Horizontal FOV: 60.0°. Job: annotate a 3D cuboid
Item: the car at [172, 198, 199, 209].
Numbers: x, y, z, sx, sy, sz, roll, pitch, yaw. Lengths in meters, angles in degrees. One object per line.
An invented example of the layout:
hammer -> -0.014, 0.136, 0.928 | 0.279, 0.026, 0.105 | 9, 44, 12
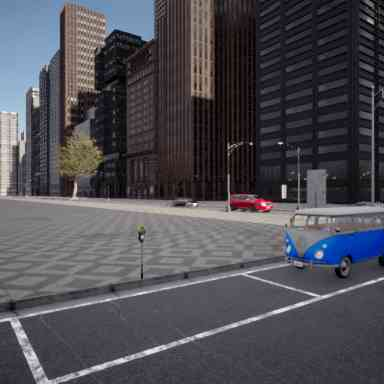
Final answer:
car -> -1.000, 1.587, 47.514 | 2.128, 1.511, 4.902 | 0, 0, -36

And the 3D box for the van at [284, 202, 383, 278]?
van -> 4.463, 1.341, 9.836 | 3.998, 1.788, 1.690 | 0, 0, -36

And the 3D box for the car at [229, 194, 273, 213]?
car -> 6.434, 1.289, 37.166 | 2.150, 2.045, 5.566 | 0, 0, -36
